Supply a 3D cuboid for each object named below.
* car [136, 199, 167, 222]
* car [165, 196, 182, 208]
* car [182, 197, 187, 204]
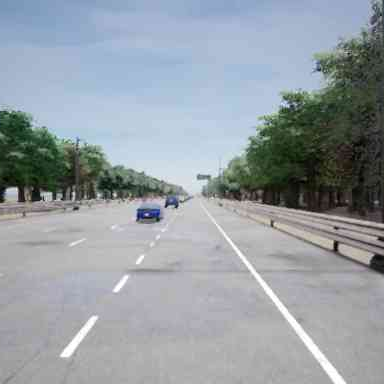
[{"bbox_3d":[-3.452,1.611,27.972,1.882,1.535,5.008,0,0,0],"label":"car"},{"bbox_3d":[-3.319,1.636,55.915,2.150,2.045,5.566,0,-1,0],"label":"car"},{"bbox_3d":[-3.069,2.351,87.061,1.895,1.301,4.718,0,-1,1],"label":"car"}]
